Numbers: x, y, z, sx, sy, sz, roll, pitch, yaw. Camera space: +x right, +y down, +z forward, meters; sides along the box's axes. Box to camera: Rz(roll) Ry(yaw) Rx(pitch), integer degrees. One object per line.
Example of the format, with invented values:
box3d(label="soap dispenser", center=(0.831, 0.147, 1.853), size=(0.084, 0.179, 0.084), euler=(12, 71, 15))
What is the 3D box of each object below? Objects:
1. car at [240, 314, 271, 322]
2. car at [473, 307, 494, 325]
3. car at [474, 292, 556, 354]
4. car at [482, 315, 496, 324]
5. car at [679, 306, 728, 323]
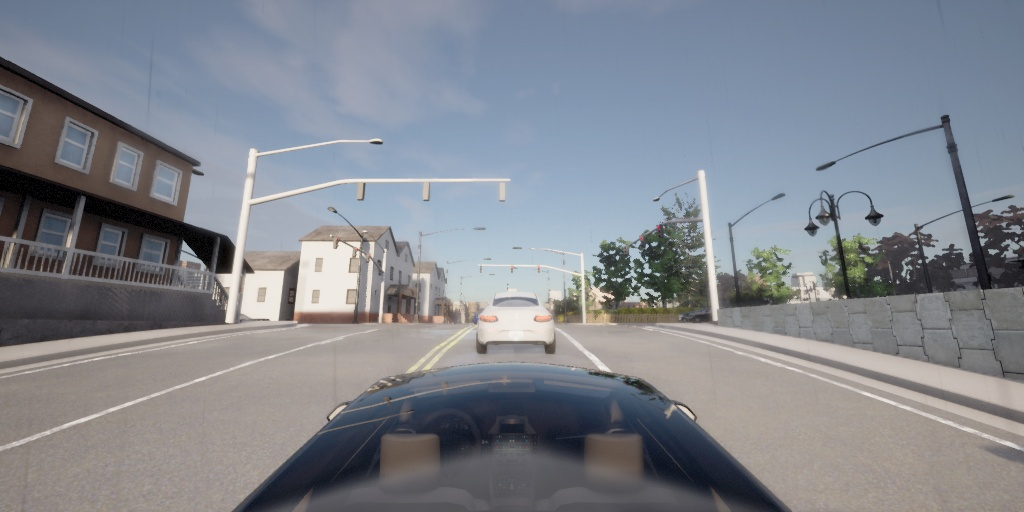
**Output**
box3d(label="car", center=(-20.139, 5.101, 25.551), size=(5.566, 2.045, 2.150), euler=(-9, -10, -1))
box3d(label="car", center=(-3.588, 7.729, 45.876), size=(2.150, 2.045, 5.566), euler=(0, -11, 0))
box3d(label="car", center=(0.091, 1.707, 9.765), size=(1.812, 1.442, 4.674), euler=(0, -6, 0))
box3d(label="car", center=(-3.577, 9.939, 55.988), size=(1.812, 1.442, 4.674), euler=(0, -11, 0))
box3d(label="car", center=(15.999, 4.810, 28.888), size=(4.902, 1.511, 2.128), euler=(0, -11, 1))
